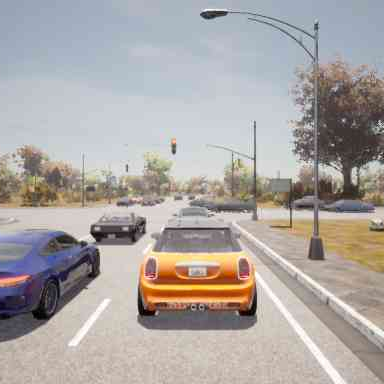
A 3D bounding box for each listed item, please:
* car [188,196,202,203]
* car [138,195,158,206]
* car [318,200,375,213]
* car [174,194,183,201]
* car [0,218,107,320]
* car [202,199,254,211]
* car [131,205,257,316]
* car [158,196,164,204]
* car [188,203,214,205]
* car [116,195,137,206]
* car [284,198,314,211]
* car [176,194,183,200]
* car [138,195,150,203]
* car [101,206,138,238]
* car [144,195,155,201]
[{"bbox_3d":[1.328,1.564,43.883,1.994,1.385,4.181,0,0,-40],"label":"car"},{"bbox_3d":[-7.127,1.505,54.379,1.837,1.490,4.892,0,0,1],"label":"car"},{"bbox_3d":[16.745,1.546,36.021,5.357,1.411,2.033,0,0,3],"label":"car"},{"bbox_3d":[-3.570,1.492,84.647,1.837,1.490,4.892,0,0,0],"label":"car"},{"bbox_3d":[-3.406,1.526,7.211,1.812,1.442,4.674,0,0,0],"label":"car"},{"bbox_3d":[4.088,1.547,36.720,5.357,1.411,2.033,0,0,3],"label":"car"},{"bbox_3d":[0.093,1.352,7.678,2.097,1.767,4.553,0,0,0],"label":"car"},{"bbox_3d":[-7.105,1.477,63.857,1.882,1.535,5.008,0,0,0],"label":"car"},{"bbox_3d":[0.085,1.505,16.636,1.837,1.490,4.892,0,0,0],"label":"car"},{"bbox_3d":[-10.645,1.547,53.183,2.033,1.411,5.357,0,0,1],"label":"car"},{"bbox_3d":[13.479,1.492,39.707,4.902,1.511,2.128,0,0,3],"label":"car"},{"bbox_3d":[-3.539,1.374,95.056,1.812,1.442,4.674,0,0,1],"label":"car"},{"bbox_3d":[-10.564,1.478,72.882,1.882,1.535,5.008,0,0,0],"label":"car"},{"bbox_3d":[-3.415,1.601,16.369,1.895,1.301,4.718,0,0,0],"label":"car"},{"bbox_3d":[-10.571,1.525,83.219,2.128,1.511,4.902,0,0,0],"label":"car"}]
